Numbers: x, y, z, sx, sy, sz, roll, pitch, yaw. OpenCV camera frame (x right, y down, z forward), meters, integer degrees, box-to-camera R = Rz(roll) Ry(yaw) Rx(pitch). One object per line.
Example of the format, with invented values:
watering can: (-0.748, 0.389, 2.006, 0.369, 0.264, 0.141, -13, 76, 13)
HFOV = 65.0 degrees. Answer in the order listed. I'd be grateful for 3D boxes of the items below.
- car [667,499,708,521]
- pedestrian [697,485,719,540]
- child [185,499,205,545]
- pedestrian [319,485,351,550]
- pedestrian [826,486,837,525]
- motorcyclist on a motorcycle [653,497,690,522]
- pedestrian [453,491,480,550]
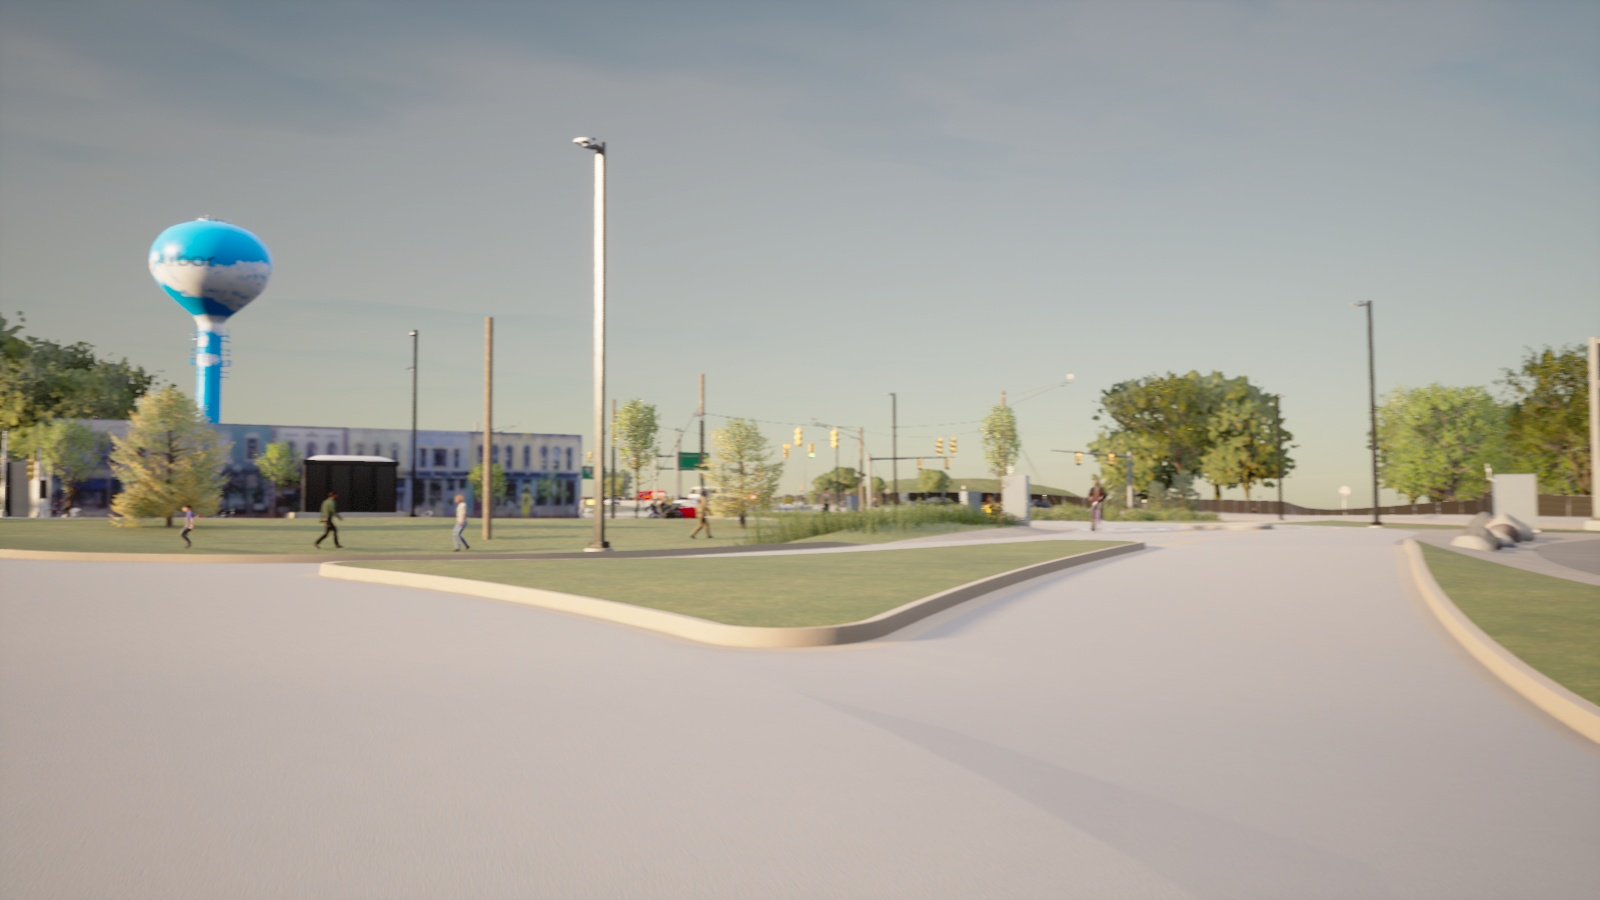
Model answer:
car: (-7.200, 3.835, 80.446, 2.207, 1.376, 1.481, 2, -4, -45)
pedestrian: (-3.281, 2.227, 44.692, 0.692, 1.930, 0.396, 2, -4, -26)
child: (-16.725, 1.999, 34.704, 0.437, 1.263, 0.270, 2, -4, -34)
pedestrian: (-14.091, 2.035, 38.083, 0.788, 1.949, 0.423, 2, -4, -35)
pedestrian: (1.508, 2.671, 60.123, 0.345, 1.836, 0.594, 1, -4, -23)
motorcyclist on a motorcycle: (-8.014, 3.715, 78.335, 2.191, 1.530, 0.866, 0, -3, -16)
pedestrian: (-10.367, 2.197, 39.061, 0.706, 1.836, 0.354, 2, -4, -34)
